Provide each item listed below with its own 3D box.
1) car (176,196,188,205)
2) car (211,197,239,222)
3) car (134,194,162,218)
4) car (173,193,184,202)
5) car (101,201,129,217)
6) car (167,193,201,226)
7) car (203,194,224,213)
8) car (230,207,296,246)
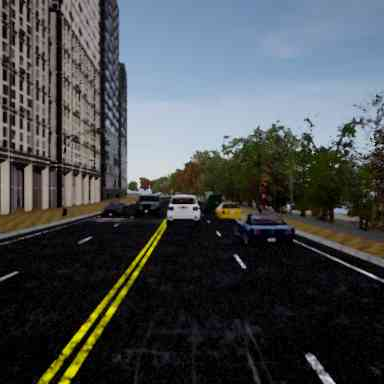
[{"bbox_3d":[-1.793,1.485,58.591,1.882,1.535,5.008,0,0,-3],"label":"car"},{"bbox_3d":[2.862,1.466,26.527,1.801,1.575,5.366,0,0,-2],"label":"car"},{"bbox_3d":[-3.869,1.236,30.271,2.150,2.045,5.566,0,0,-2],"label":"car"},{"bbox_3d":[-3.026,1.224,74.883,2.150,2.045,5.566,0,0,-5],"label":"car"},{"bbox_3d":[-7.163,1.564,31.525,2.033,1.411,5.357,0,0,-2],"label":"car"},{"bbox_3d":[-0.556,1.234,23.884,2.150,2.045,5.566,0,0,0],"label":"car"},{"bbox_3d":[2.487,1.232,37.417,2.150,2.045,5.566,0,0,-2],"label":"car"},{"bbox_3d":[3.118,1.607,15.313,1.895,1.301,4.718,0,0,-1],"label":"car"}]
